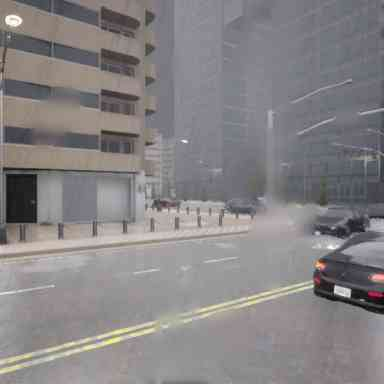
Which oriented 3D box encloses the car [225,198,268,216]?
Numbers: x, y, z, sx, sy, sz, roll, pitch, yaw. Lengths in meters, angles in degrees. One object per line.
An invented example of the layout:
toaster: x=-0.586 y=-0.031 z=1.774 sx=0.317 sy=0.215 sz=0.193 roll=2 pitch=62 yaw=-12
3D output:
car: x=5.545 y=1.508 z=31.454 sx=1.994 sy=1.385 sz=4.181 roll=0 pitch=0 yaw=-36

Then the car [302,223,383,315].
car: x=4.440 y=1.526 z=6.982 sx=4.674 sy=1.442 sz=1.812 roll=0 pitch=0 yaw=-35

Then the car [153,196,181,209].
car: x=-3.283 y=1.422 z=43.829 sx=1.882 sy=1.535 sz=5.008 roll=0 pitch=0 yaw=-35

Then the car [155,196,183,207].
car: x=-3.543 y=1.450 z=50.297 sx=1.837 sy=1.490 sz=4.892 roll=0 pitch=0 yaw=-35

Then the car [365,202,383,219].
car: x=14.879 y=1.517 z=26.161 sx=5.357 sy=1.411 sz=2.033 roll=0 pitch=0 yaw=40

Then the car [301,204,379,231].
car: x=7.787 y=1.544 z=17.564 sx=2.033 sy=1.411 sz=5.357 roll=0 pitch=0 yaw=45

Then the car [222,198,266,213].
car: x=5.725 y=1.436 z=37.170 sx=2.128 sy=1.511 sz=4.902 roll=0 pitch=0 yaw=-36
